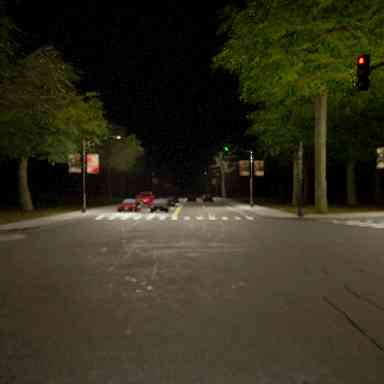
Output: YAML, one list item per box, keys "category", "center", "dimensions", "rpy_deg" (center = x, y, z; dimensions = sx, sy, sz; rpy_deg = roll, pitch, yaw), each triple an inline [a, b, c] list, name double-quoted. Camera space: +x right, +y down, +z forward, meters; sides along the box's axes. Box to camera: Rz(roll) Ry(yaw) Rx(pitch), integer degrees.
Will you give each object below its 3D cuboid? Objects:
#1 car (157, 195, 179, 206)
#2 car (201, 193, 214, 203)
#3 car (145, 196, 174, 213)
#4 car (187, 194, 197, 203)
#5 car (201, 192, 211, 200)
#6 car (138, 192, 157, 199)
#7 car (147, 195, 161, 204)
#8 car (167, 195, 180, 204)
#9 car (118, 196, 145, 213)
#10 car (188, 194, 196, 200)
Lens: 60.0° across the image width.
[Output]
- category: "car"
  center: [-3.291, 1.380, 46.493]
  dimensions: [2.033, 1.411, 5.357]
  rpy_deg: [0, 0, 0]
- category: "car"
  center: [3.246, 1.330, 65.276]
  dimensions: [2.033, 1.411, 5.357]
  rpy_deg: [0, 0, 0]
- category: "car"
  center: [-3.314, 1.418, 35.417]
  dimensions: [2.033, 1.411, 5.357]
  rpy_deg: [0, 0, 0]
- category: "car"
  center: [-0.004, 1.330, 65.274]
  dimensions: [2.033, 1.411, 5.357]
  rpy_deg: [0, 0, 0]
- category: "car"
  center: [3.246, 0.969, 75.670]
  dimensions: [2.097, 1.767, 4.553]
  rpy_deg: [0, 0, 0]
- category: "car"
  center: [-6.545, 1.048, 46.277]
  dimensions: [2.150, 2.045, 5.566]
  rpy_deg: [0, 1, 0]
- category: "car"
  center: [-6.535, 1.278, 57.412]
  dimensions: [1.882, 1.535, 5.008]
  rpy_deg: [0, 0, 1]
- category: "car"
  center: [-3.257, 1.341, 60.609]
  dimensions: [2.033, 1.411, 5.357]
  rpy_deg: [0, 0, 0]
- category: "car"
  center: [-6.562, 1.434, 35.470]
  dimensions: [1.994, 1.385, 4.181]
  rpy_deg: [0, 0, 0]
- category: "car"
  center: [-0.004, 1.209, 75.730]
  dimensions: [1.895, 1.301, 4.718]
  rpy_deg: [0, 0, 0]
